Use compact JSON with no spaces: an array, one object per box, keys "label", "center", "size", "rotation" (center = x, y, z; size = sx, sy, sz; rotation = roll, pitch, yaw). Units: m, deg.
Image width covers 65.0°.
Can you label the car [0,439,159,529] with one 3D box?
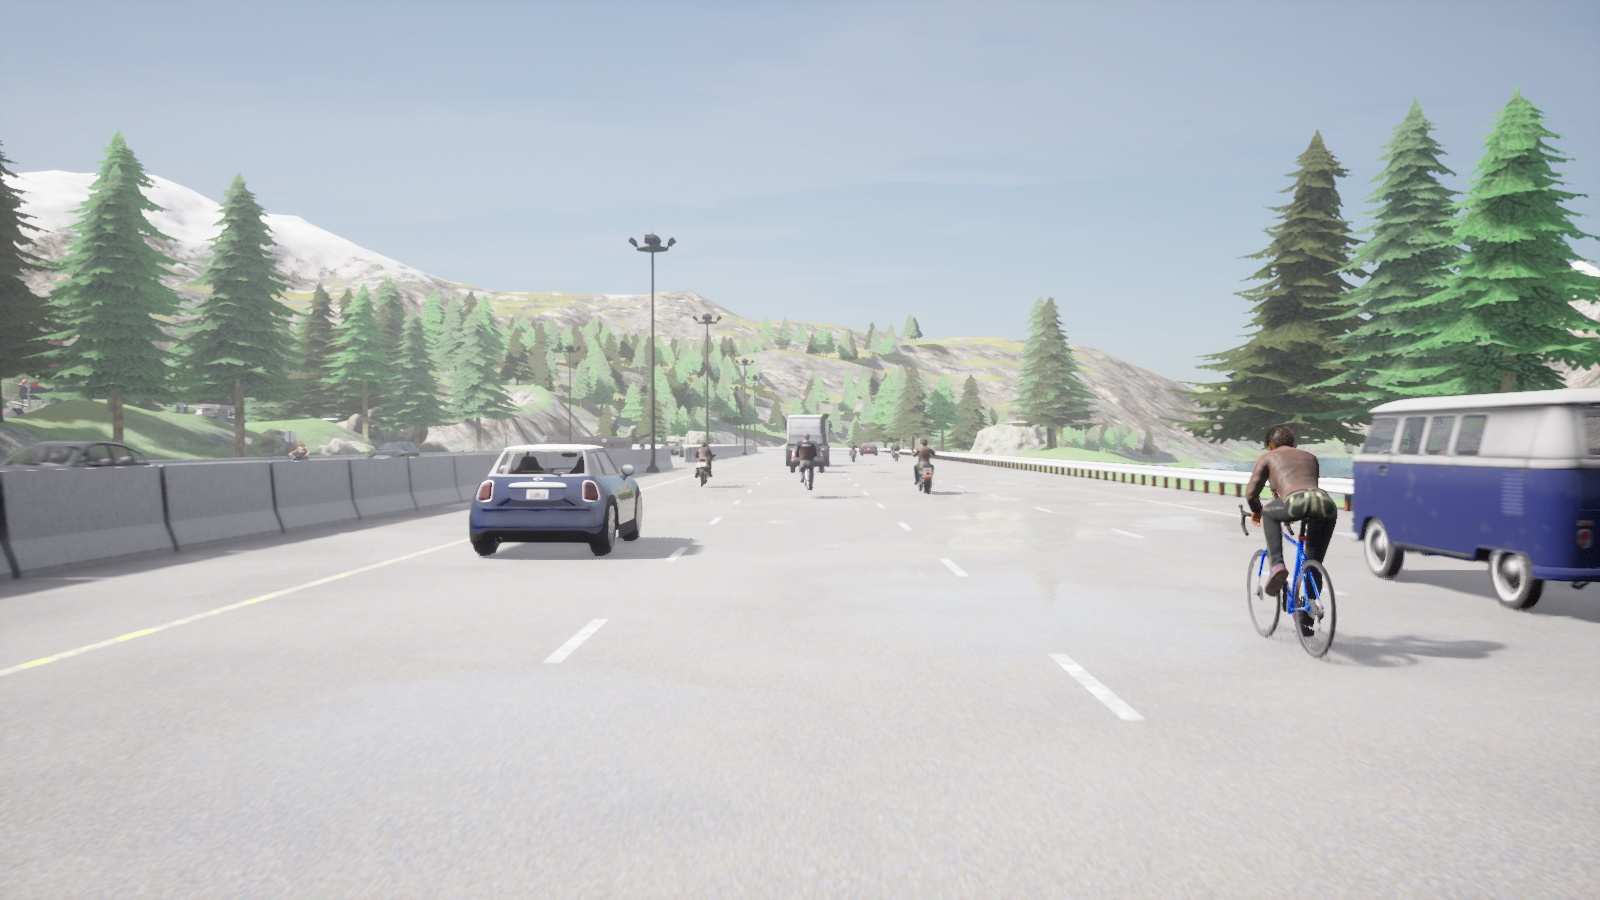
[{"label":"car","center":[-13.871,0.582,23.535],"size":[1.789,1.549,3.705],"rotation":[0,0,0]}]

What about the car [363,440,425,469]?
[{"label":"car","center":[-24.045,0.237,74.537],"size":[2.033,1.649,4.856],"rotation":[0,0,0]}]

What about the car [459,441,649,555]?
[{"label":"car","center":[-3.396,0.607,18.077],"size":[1.970,1.475,3.806],"rotation":[0,0,0]}]

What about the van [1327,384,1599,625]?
[{"label":"van","center":[7.077,0.435,12.544],"size":[1.775,1.987,4.442],"rotation":[0,0,0]}]

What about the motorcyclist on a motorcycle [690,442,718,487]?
[{"label":"motorcyclist on a motorcycle","center":[-3.276,0.483,43.094],"size":[0.797,1.523,2.044],"rotation":[0,0,0]}]

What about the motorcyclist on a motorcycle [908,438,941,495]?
[{"label":"motorcyclist on a motorcycle","center":[3.697,0.488,37.585],"size":[0.766,1.649,2.350],"rotation":[0,0,0]}]

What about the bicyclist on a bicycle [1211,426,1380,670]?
[{"label":"bicyclist on a bicycle","center":[3.560,0.650,9.159],"size":[0.582,1.620,1.656],"rotation":[0,0,0]}]

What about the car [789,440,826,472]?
[{"label":"car","center":[0.382,0.279,64.884],"size":[1.851,1.617,3.988],"rotation":[0,0,1]}]

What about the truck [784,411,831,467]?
[{"label":"truck","center":[0.513,-0.697,81.969],"size":[2.891,3.462,7.936],"rotation":[0,0,0]}]
